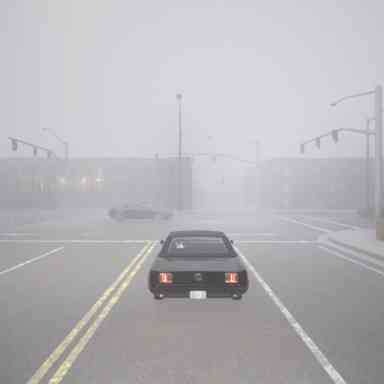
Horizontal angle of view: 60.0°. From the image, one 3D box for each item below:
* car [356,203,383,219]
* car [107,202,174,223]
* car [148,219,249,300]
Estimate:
[{"bbox_3d":[16.893,1.601,28.749,4.718,1.301,1.895,0,0,0],"label":"car"},{"bbox_3d":[-3.841,1.489,24.998,4.902,1.511,2.128,0,0,0],"label":"car"},{"bbox_3d":[0.121,1.601,8.334,1.895,1.301,4.718,0,0,0],"label":"car"}]
